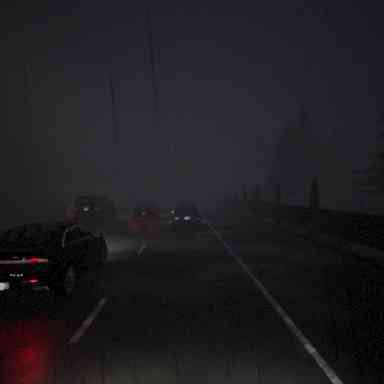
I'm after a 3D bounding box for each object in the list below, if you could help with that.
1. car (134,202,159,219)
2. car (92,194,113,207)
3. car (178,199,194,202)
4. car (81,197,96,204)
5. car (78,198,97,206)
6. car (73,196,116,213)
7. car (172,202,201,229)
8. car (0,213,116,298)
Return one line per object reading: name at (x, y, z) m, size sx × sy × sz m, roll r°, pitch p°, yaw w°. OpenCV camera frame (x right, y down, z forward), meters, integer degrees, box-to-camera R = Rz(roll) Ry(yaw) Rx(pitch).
car at (-4.018, 1.603, 29.638) m, size 1.812 × 1.442 × 4.674 m, roll 0°, pitch 0°, yaw -1°
car at (-15.191, 1.373, 56.957) m, size 2.150 × 2.045 × 5.566 m, roll 0°, pitch 0°, yaw 0°
car at (-0.748, 1.583, 41.549) m, size 1.882 × 1.535 × 5.008 m, roll 0°, pitch 0°, yaw -1°
car at (-22.443, 1.746, 72.397) m, size 1.994 × 1.385 × 4.181 m, roll 0°, pitch 0°, yaw -1°
car at (-18.729, 1.762, 59.930) m, size 1.895 × 1.301 × 4.718 m, roll 0°, pitch 0°, yaw -1°
car at (-7.445, 1.292, 25.839) m, size 2.150 × 2.045 × 5.566 m, roll 0°, pitch 0°, yaw -1°
car at (-0.370, 1.604, 22.120) m, size 2.033 × 1.411 × 5.357 m, roll 0°, pitch 0°, yaw -1°
car at (-3.556, 1.516, 8.545) m, size 2.128 × 1.511 × 4.902 m, roll 0°, pitch 0°, yaw -1°
